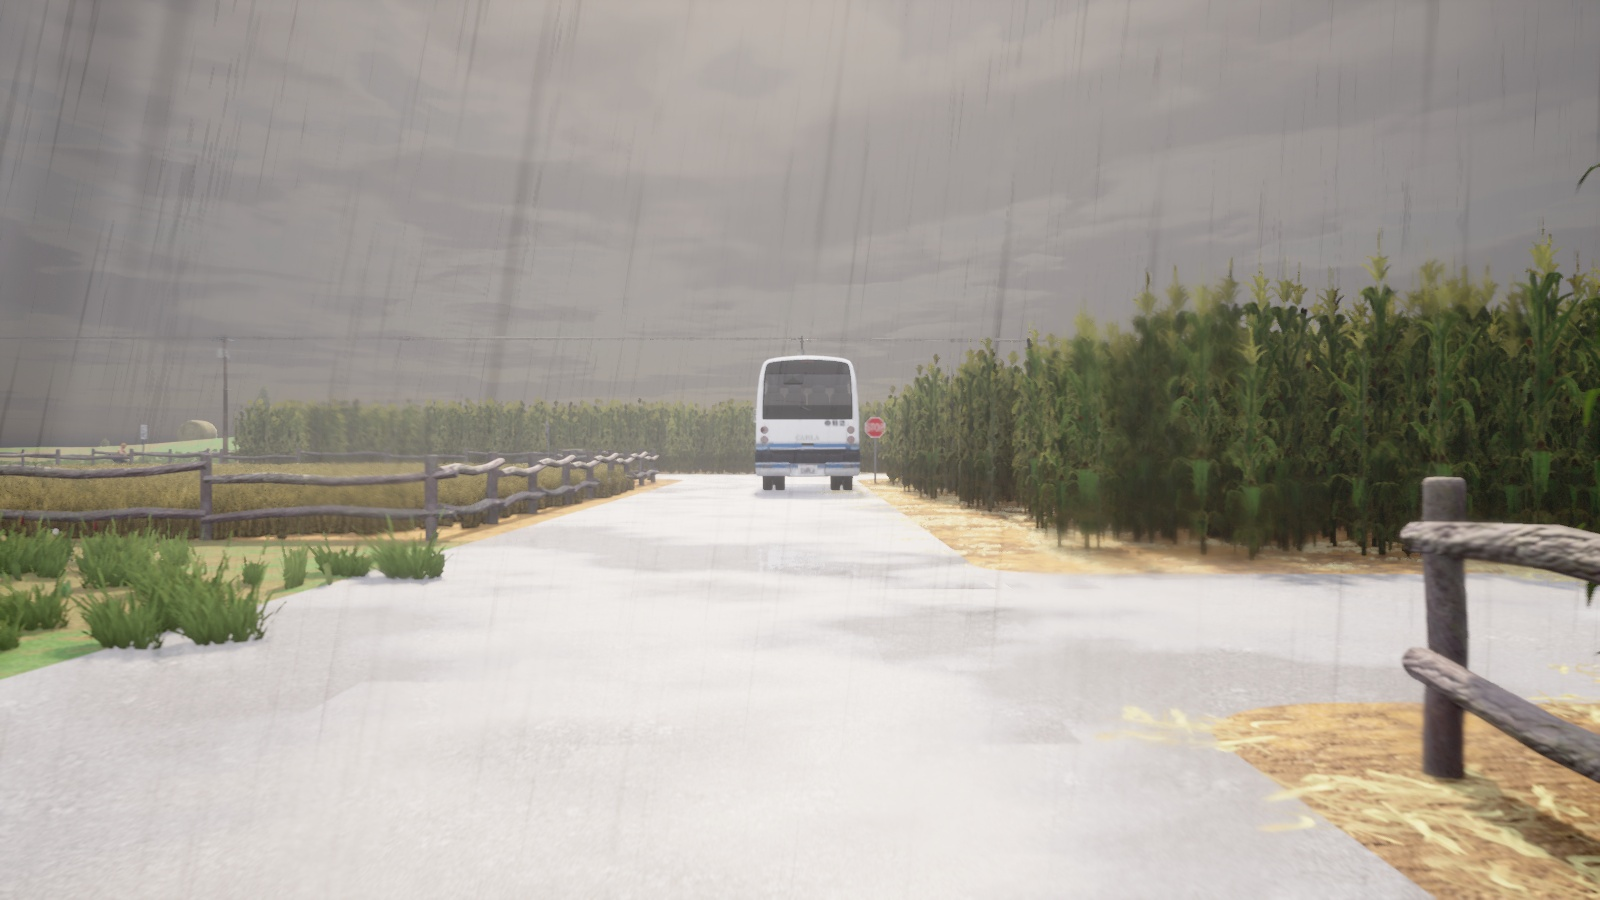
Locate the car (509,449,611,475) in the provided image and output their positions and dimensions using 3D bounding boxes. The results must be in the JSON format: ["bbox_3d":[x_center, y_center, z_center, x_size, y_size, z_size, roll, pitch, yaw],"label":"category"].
[{"bbox_3d":[-11.837,0.582,62.163,4.718,1.301,1.895,0,0,0],"label":"car"}]

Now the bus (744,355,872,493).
[{"bbox_3d":[0.267,-0.810,43.849,3.944,4.253,10.273,0,0,0],"label":"bus"}]
